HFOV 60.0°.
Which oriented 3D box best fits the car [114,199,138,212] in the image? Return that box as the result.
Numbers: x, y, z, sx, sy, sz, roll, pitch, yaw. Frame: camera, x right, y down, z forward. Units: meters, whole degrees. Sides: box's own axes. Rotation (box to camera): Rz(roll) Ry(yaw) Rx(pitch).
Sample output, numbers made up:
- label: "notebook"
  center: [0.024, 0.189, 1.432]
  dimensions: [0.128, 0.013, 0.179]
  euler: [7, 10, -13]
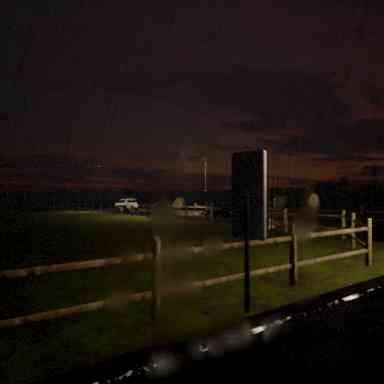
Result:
- label: "car"
  center: [-10.772, 2.126, 54.263]
  dimensions: [2.150, 2.045, 5.566]
  euler: [0, -1, -34]

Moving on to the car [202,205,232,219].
- label: "car"
  center: [2.833, 2.004, 34.514]
  dimensions: [1.994, 1.385, 4.181]
  euler: [0, -1, -35]
